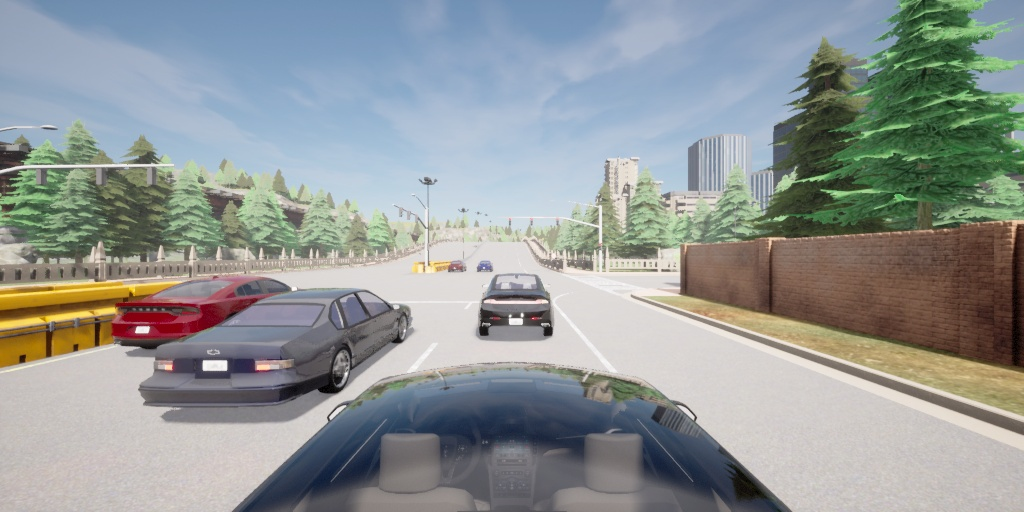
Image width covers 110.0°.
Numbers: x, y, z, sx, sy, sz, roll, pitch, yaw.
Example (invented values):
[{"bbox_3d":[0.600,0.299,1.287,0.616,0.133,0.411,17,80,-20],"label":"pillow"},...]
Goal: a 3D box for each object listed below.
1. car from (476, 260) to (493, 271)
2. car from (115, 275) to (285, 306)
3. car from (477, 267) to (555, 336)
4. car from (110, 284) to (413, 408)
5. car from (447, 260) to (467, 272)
[{"bbox_3d":[-3.391,1.276,45.726,1.812,1.442,4.674,0,0,0],"label":"car"},{"bbox_3d":[-6.898,1.228,9.171,1.882,1.535,5.008,0,0,0],"label":"car"},{"bbox_3d":[0.130,1.242,10.353,2.128,1.511,4.902,0,0,1],"label":"car"},{"bbox_3d":[-3.398,1.297,6.607,2.033,1.411,5.357,0,0,0],"label":"car"},{"bbox_3d":[-6.887,1.276,45.320,1.812,1.442,4.674,0,0,0],"label":"car"}]
